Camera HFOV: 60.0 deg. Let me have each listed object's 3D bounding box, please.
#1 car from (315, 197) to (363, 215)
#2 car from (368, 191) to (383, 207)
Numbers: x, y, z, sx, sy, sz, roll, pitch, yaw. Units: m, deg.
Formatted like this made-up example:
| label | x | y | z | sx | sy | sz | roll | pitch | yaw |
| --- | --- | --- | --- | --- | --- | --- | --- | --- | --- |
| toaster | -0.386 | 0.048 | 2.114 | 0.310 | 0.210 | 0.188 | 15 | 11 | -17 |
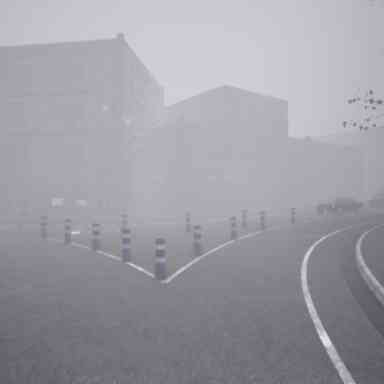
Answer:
| label | x | y | z | sx | sy | sz | roll | pitch | yaw |
| --- | --- | --- | --- | --- | --- | --- | --- | --- | --- |
| car | 12.470 | 1.131 | 28.165 | 4.718 | 1.301 | 1.895 | -2 | 1 | -37 |
| car | 19.685 | 0.630 | 33.588 | 4.553 | 1.767 | 2.097 | -2 | 1 | -37 |
